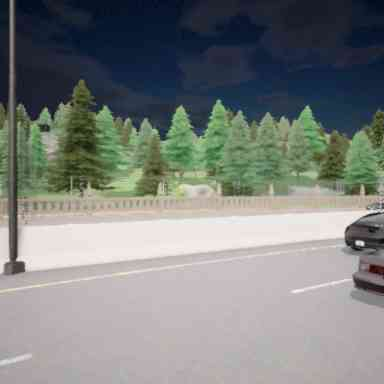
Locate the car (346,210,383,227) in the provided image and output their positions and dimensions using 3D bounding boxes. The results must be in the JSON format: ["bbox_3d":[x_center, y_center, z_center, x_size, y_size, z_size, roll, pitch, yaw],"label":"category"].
[{"bbox_3d":[7.687,1.440,12.061,4.892,1.490,1.837,0,0,-27],"label":"car"}]

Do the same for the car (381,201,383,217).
[{"bbox_3d":[18.576,1.452,28.068,4.718,1.301,1.895,0,0,-17],"label":"car"}]

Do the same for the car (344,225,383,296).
[{"bbox_3d":[5.841,1.510,7.197,5.357,1.411,2.033,0,0,-29],"label":"car"}]

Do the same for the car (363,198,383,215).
[{"bbox_3d":[18.956,1.354,31.786,4.674,1.442,1.812,0,0,-17],"label":"car"}]
